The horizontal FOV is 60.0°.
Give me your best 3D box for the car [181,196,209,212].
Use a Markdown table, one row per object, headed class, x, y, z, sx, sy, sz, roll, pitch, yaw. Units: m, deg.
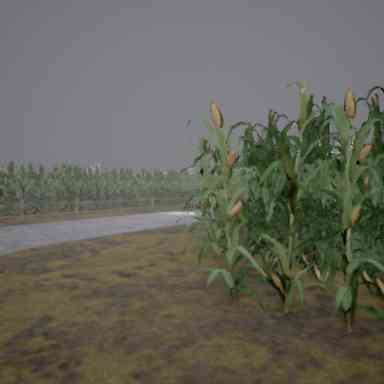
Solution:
| class | x | y | z | sx | sy | sz | roll | pitch | yaw |
| --- | --- | --- | --- | --- | --- | --- | --- | --- | --- |
| car | 0.834 | 1.056 | 30.825 | 1.994 | 1.385 | 4.181 | 2 | 2 | 36 |
